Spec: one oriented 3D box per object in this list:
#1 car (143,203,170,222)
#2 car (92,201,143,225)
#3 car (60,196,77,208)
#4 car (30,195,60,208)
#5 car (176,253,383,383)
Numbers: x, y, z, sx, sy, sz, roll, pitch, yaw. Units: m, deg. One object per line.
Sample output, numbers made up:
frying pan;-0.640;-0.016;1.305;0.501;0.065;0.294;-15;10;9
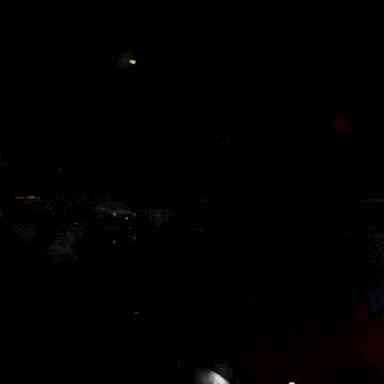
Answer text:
car;-3.669;1.553;26.126;1.895;1.301;4.718;2;-1;-35
car;-5.439;1.383;22.971;1.812;1.442;4.674;2;-1;-35
car;-17.173;1.315;45.331;1.837;1.490;4.892;2;-2;-35
car;-18.262;1.281;41.214;1.994;1.385;4.181;2;-1;-35
car;1.868;1.571;4.307;4.181;1.385;1.994;-1;1;-36
